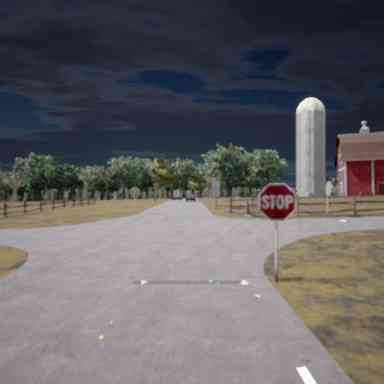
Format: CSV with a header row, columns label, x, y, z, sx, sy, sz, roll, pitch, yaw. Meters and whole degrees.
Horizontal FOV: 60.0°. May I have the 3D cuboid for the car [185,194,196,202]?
label,x,y,z,sx,sy,sz,roll,pitch,yaw
car,-0.256,1.119,64.026,1.837,1.490,4.892,0,0,0

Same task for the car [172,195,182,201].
label,x,y,z,sx,sy,sz,roll,pitch,yaw
car,-3.024,1.224,68.624,2.033,1.411,5.357,0,0,0

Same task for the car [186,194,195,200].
label,x,y,z,sx,sy,sz,roll,pitch,yaw
car,-0.297,1.162,74.457,1.994,1.385,4.181,0,0,0
